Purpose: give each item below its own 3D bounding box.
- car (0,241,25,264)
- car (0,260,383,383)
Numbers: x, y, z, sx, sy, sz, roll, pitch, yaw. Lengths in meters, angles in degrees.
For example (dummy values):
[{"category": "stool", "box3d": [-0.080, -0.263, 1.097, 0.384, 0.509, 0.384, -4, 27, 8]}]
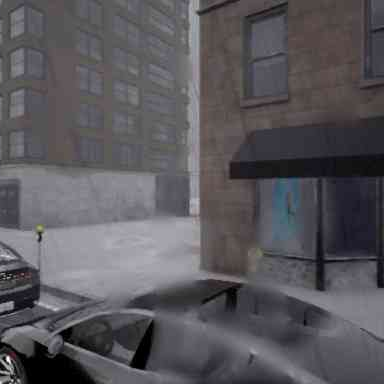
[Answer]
[{"category": "car", "box3d": [-4.652, 1.534, 6.397, 4.403, 1.369, 2.008, 0, 0, 35]}, {"category": "car", "box3d": [-0.153, 1.561, 3.190, 4.313, 1.339, 1.947, 0, 0, 35]}]
